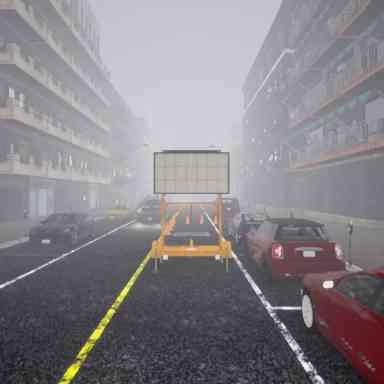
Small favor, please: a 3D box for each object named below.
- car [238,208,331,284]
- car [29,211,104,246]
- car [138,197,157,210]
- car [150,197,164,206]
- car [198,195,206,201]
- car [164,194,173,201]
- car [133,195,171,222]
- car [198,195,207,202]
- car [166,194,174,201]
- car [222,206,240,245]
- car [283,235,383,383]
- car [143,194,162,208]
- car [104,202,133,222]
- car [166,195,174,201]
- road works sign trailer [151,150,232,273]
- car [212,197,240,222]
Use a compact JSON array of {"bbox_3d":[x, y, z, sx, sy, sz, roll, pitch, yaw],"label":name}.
[{"bbox_3d":[2.680,1.440,9.549,1.967,1.590,4.097,0,0,0],"label":"car"},{"bbox_3d":[-5.708,1.565,15.177,1.947,1.339,4.313,0,0,0],"label":"car"},{"bbox_3d":[-5.744,1.432,43.361,1.967,1.590,4.097,0,0,0],"label":"car"},{"bbox_3d":[-5.759,1.570,54.634,1.802,1.307,4.206,0,0,0],"label":"car"},{"bbox_3d":[2.580,1.516,88.458,1.887,1.381,4.507,0,0,0],"label":"car"},{"bbox_3d":[-5.794,1.414,82.814,1.967,1.590,4.097,0,0,0],"label":"car"},{"bbox_3d":[-3.033,1.349,26.248,2.097,1.767,4.553,0,0,0],"label":"car"},{"bbox_3d":[2.594,1.503,77.356,1.752,1.417,4.829,0,0,0],"label":"car"},{"bbox_3d":[-5.785,1.292,77.179,2.192,1.841,5.009,0,0,0],"label":"car"},{"bbox_3d":[2.673,1.550,15.185,2.008,1.369,4.403,0,0,0],"label":"car"},{"bbox_3d":[2.687,1.545,3.912,1.887,1.381,4.507,0,0,0],"label":"car"},{"bbox_3d":[-5.750,1.305,48.997,2.192,1.841,5.009,0,0,0],"label":"car"},{"bbox_3d":[-5.722,1.523,26.280,1.752,1.417,4.829,0,0,0],"label":"car"},{"bbox_3d":[-5.801,1.516,88.452,1.887,1.381,4.507,0,0,0],"label":"car"},{"bbox_3d":[-0.013,0.464,10.678,2.380,3.560,2.880,0,0,0],"label":"road works sign trailer"},{"bbox_3d":[2.660,1.312,26.458,2.192,1.841,5.009,0,0,0],"label":"car"}]
